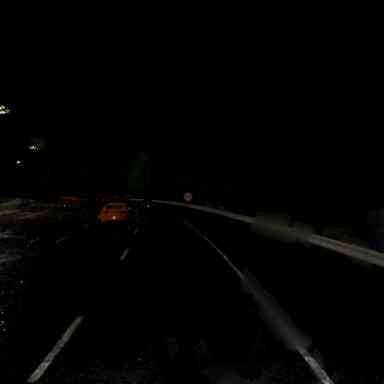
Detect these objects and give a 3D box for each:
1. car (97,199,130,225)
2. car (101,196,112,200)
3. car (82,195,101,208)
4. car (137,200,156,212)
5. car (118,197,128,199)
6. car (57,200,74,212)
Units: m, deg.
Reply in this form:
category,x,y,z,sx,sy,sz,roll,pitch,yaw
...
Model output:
category,x,y,z,sx,sy,sz,roll,pitch,yaw
car,-5.657,1.551,24.743,1.882,1.535,5.008,0,0,-10
car,-15.814,1.557,61.096,2.097,1.767,4.553,-1,0,-22
car,-15.933,1.429,52.091,2.150,2.045,5.566,0,0,-21
car,-5.593,1.635,40.704,1.994,1.385,4.181,-1,0,-15
car,-13.357,1.650,64.443,1.882,1.535,5.008,0,0,-22
car,-16.559,1.764,43.432,2.033,1.411,5.357,-1,0,-19
